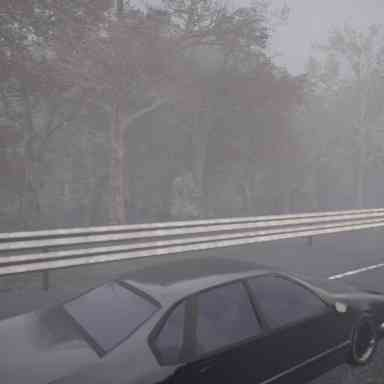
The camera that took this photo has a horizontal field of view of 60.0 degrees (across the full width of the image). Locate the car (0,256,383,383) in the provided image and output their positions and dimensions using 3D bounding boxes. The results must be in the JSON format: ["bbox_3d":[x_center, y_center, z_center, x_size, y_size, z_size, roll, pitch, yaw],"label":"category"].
[{"bbox_3d":[0.346,1.542,3.999,5.357,1.411,2.033,0,0,-36],"label":"car"}]
